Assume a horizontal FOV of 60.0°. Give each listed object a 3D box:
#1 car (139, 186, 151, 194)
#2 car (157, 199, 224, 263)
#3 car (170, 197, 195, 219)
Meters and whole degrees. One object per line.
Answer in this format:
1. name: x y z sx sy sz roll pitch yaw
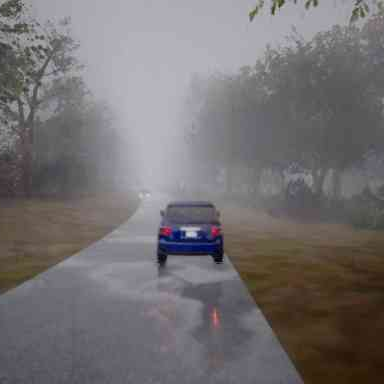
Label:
1. car: -9.183 -0.387 64.512 1.812 1.442 4.674 2 2 -12
2. car: -0.081 1.312 12.577 2.150 2.045 5.566 1 1 -1
3. car: -0.939 1.303 29.207 1.882 1.535 5.008 0 2 -4
